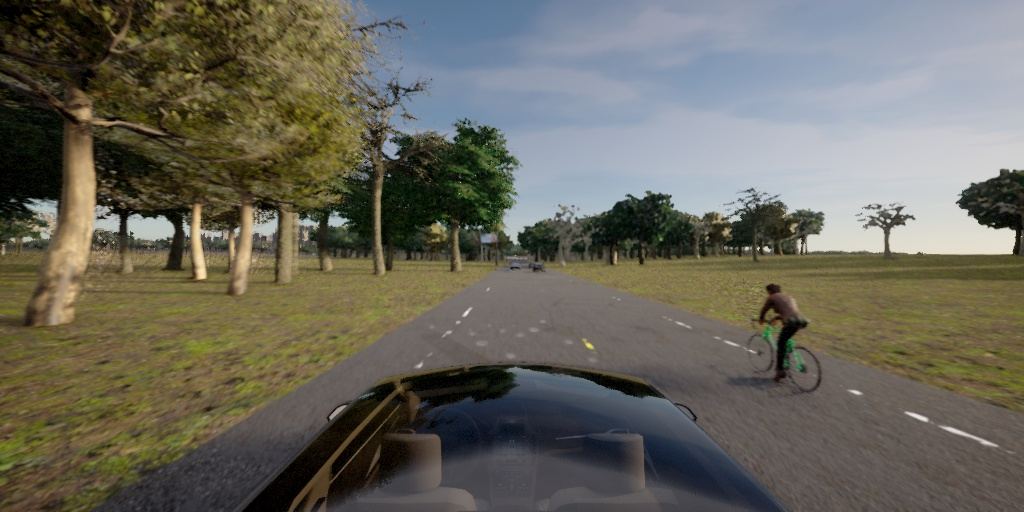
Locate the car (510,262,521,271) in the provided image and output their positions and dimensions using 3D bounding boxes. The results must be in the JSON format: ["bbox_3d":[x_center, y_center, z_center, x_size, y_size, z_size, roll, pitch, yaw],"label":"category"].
[{"bbox_3d":[0.603,1.776,62.134,2.033,1.411,5.357,1,0,1],"label":"car"}]

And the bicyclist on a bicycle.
[{"bbox_3d":[4.484,1.289,6.007,0.582,1.620,1.656,1,-1,1],"label":"bicyclist on a bicycle"}]

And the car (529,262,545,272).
[{"bbox_3d":[4.164,1.734,56.887,1.837,1.490,4.892,1,-1,1],"label":"car"}]
